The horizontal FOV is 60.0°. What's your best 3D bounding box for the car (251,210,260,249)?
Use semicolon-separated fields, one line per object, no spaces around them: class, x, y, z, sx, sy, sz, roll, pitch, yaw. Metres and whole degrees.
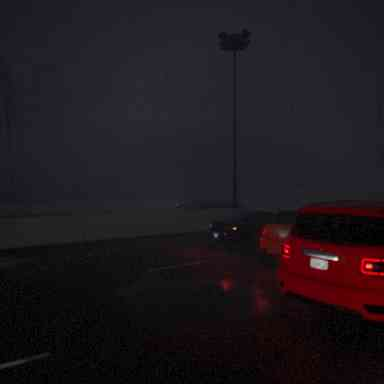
car;4.457;1.319;11.234;4.553;1.767;2.097;0;0;-35

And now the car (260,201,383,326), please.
car;4.152;1.198;6.713;5.566;2.045;2.150;0;0;-36

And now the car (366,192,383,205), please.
car;32.513;1.029;57.212;5.566;2.045;2.150;0;0;-35

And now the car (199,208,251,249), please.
car;2.812;1.492;14.358;4.674;1.442;1.812;0;0;-36
